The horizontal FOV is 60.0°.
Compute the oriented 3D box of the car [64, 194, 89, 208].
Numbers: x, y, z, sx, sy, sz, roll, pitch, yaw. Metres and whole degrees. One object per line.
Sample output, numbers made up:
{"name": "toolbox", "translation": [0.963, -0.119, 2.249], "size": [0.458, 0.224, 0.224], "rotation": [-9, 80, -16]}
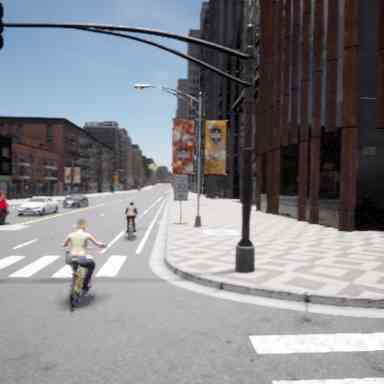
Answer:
{"name": "car", "translation": [-12.918, 0.954, 37.293], "size": [2.128, 1.511, 4.902], "rotation": [1, 1, -3]}

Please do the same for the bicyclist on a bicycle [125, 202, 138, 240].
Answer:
{"name": "bicyclist on a bicycle", "translation": [-2.696, 1.274, 14.824], "size": [0.582, 1.620, 1.656], "rotation": [1, 0, -4]}

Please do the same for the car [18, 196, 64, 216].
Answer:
{"name": "car", "translation": [-12.291, 1.094, 26.945], "size": [1.812, 1.442, 4.674], "rotation": [1, 1, -3]}

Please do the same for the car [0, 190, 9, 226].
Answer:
{"name": "car", "translation": [-11.701, 0.886, 17.296], "size": [2.150, 2.045, 5.566], "rotation": [1, 1, -3]}

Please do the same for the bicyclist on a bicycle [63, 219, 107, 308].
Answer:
{"name": "bicyclist on a bicycle", "translation": [-2.188, 1.329, 6.640], "size": [0.866, 1.612, 1.509], "rotation": [1, 0, -4]}
